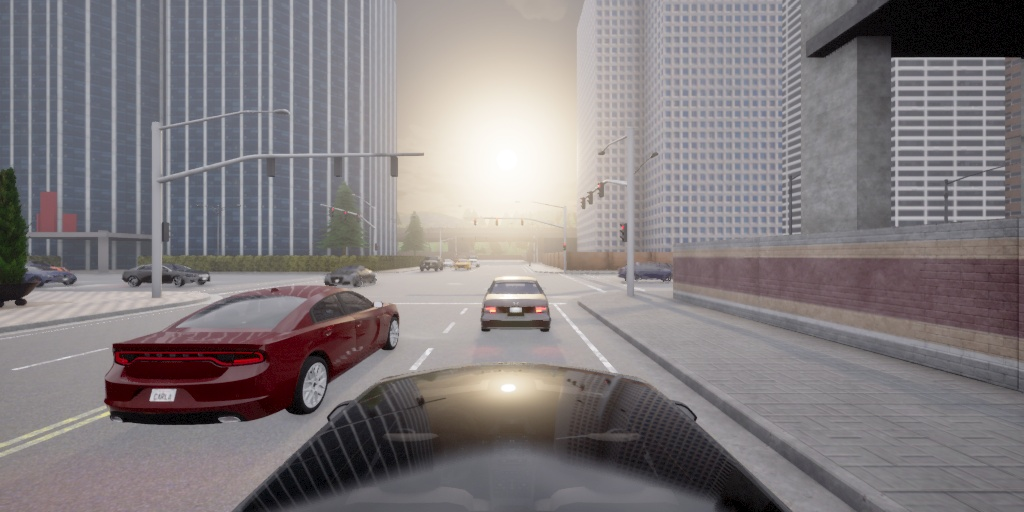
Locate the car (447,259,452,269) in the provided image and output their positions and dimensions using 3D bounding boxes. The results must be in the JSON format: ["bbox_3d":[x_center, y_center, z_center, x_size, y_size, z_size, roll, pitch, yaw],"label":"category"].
[{"bbox_3d":[-10.530,1.276,58.469,1.812,1.442,4.674,0,0,0],"label":"car"}]

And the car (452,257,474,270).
[{"bbox_3d":[-7.048,1.227,52.046,1.882,1.535,5.008,0,0,0],"label":"car"}]

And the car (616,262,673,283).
[{"bbox_3d":[10.466,1.275,27.655,4.674,1.442,1.812,0,0,2],"label":"car"}]

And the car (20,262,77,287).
[{"bbox_3d":[-31.876,1.276,23.710,4.674,1.442,1.812,0,0,0],"label":"car"}]

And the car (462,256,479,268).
[{"bbox_3d":[-7.005,0.967,63.280,2.150,2.045,5.566,0,1,0],"label":"car"}]

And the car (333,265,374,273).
[{"bbox_3d":[-10.580,1.314,23.659,1.994,1.385,4.181,0,0,0],"label":"car"}]

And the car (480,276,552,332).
[{"bbox_3d":[0.092,1.297,10.842,2.033,1.411,5.357,0,0,0],"label":"car"}]

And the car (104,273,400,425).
[{"bbox_3d":[-3.439,1.228,6.030,1.882,1.535,5.008,0,0,0],"label":"car"}]

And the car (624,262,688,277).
[{"bbox_3d":[13.922,1.297,34.818,5.357,1.411,2.033,0,0,0],"label":"car"}]

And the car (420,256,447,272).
[{"bbox_3d":[-10.556,0.972,47.441,2.150,2.045,5.566,0,0,0],"label":"car"}]

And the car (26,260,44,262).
[{"bbox_3d":[-36.538,1.102,27.176,4.553,1.767,2.097,0,0,0],"label":"car"}]

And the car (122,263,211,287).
[{"bbox_3d":[-22.785,1.241,23.758,4.902,1.511,2.128,0,0,1],"label":"car"}]
